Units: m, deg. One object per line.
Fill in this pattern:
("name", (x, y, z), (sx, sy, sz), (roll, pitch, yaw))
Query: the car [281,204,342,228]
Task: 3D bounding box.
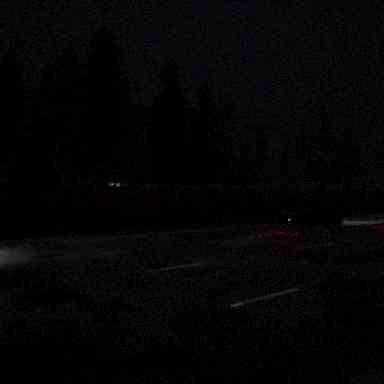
("car", (8.136, 1.546, 22.450), (4.902, 1.511, 2.128), (0, 0, -36))
